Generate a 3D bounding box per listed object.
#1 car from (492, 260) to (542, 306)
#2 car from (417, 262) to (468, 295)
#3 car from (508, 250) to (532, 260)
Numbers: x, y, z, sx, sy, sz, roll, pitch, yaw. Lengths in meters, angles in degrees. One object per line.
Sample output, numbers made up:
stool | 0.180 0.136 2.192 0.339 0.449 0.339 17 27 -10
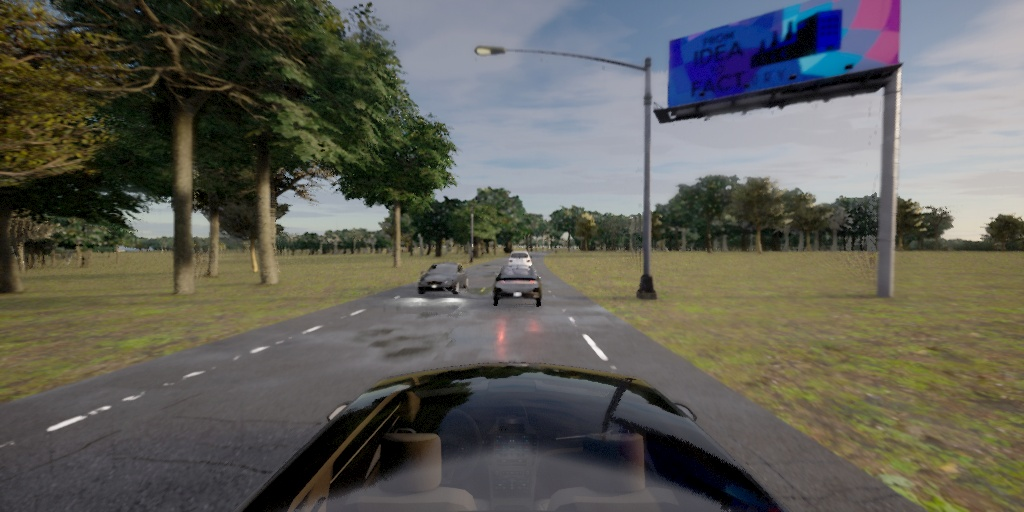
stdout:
car | 0.228 1.112 14.969 2.128 1.511 4.902 0 1 1
car | -3.405 1.082 18.345 1.837 1.490 4.892 0 1 1
car | 0.780 0.590 34.674 2.150 2.045 5.566 0 1 2
